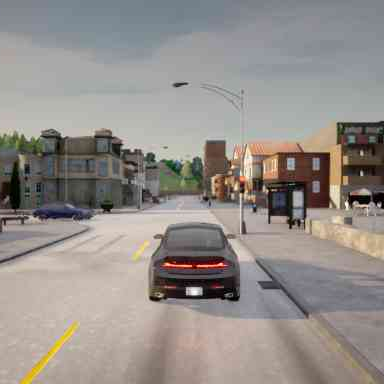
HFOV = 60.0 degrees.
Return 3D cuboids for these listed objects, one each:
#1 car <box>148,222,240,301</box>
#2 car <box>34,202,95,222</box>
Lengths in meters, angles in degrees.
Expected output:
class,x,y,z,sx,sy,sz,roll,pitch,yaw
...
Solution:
class,x,y,z,sx,sy,sz,roll,pitch,yaw
car,0.062,1.505,8.294,1.837,1.490,4.892,0,0,1
car,-10.008,1.525,26.131,4.674,1.442,1.812,0,0,8
